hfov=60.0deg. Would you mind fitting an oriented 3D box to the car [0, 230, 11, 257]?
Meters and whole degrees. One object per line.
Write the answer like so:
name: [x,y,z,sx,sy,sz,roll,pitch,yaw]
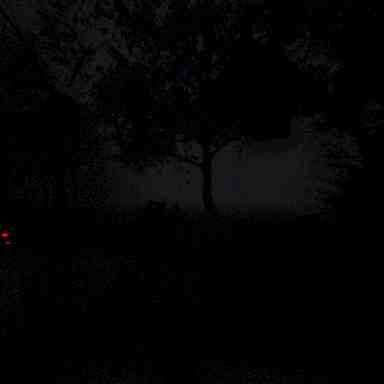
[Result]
car: [-8.451,1.658,11.658,4.674,1.442,1.812,-1,0,24]
